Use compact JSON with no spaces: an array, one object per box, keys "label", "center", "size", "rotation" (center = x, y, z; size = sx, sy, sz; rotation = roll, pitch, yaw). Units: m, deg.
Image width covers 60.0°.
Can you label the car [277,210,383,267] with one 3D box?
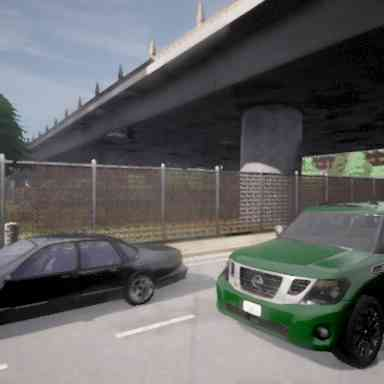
[{"label":"car","center":[5.450,1.504,12.163],"size":[4.892,1.490,1.837],"rotation":[0,0,-36]}]

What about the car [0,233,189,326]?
[{"label":"car","center":[-2.595,1.547,6.454],"size":[5.357,1.411,2.033],"rotation":[0,0,-38]}]

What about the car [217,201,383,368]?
[{"label":"car","center":[3.035,1.221,6.145],"size":[5.566,2.045,2.150],"rotation":[0,0,-36]}]
